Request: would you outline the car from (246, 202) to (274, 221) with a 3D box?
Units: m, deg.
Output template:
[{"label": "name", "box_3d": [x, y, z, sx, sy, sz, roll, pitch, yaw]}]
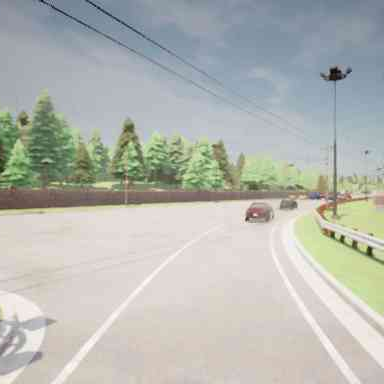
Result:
[{"label": "car", "box_3d": [5.595, 1.568, 27.287, 1.812, 1.442, 4.674, 0, 0, 20]}]

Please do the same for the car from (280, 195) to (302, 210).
[{"label": "car", "box_3d": [13.200, 1.576, 45.277, 2.128, 1.511, 4.902, 0, 0, 25]}]
